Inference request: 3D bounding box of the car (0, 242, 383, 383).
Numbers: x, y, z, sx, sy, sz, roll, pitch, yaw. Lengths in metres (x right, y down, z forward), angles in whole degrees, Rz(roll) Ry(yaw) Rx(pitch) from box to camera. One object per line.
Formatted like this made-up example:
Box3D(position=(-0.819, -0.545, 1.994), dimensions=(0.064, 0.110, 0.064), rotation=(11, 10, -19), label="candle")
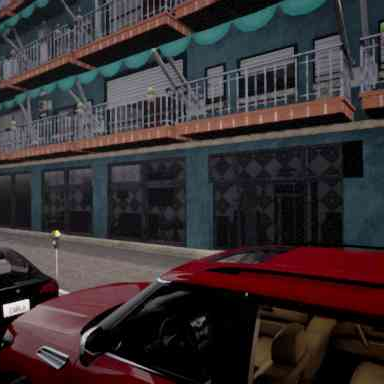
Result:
Box3D(position=(0.608, 1.315, 2.303), dimensions=(5.009, 1.841, 2.192), rotation=(0, -1, 36), label="car")
